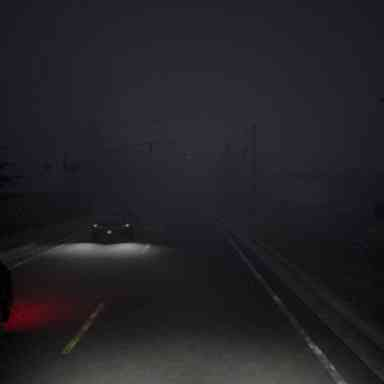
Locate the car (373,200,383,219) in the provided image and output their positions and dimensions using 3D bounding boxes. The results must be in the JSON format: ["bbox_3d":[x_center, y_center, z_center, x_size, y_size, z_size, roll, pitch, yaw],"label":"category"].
[{"bbox_3d":[14.171,1.216,22.564,2.007,1.523,4.514,0,0,0],"label":"car"}]

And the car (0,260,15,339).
[{"bbox_3d":[-3.600,1.474,3.051,2.128,1.511,4.902,0,0,0],"label":"car"}]

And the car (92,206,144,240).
[{"bbox_3d":[-3.535,1.438,16.584,1.812,1.442,4.674,0,0,0],"label":"car"}]
